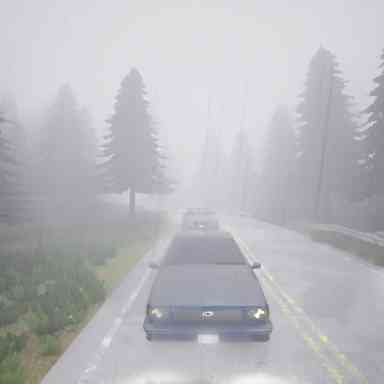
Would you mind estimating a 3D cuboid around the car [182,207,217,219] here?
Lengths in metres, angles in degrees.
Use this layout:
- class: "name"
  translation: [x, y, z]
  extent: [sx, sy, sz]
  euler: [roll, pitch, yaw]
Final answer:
- class: "car"
  translation: [0.409, 1.584, 19.144]
  extent: [1.994, 1.385, 4.181]
  euler: [0, 0, -2]

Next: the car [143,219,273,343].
- class: "car"
  translation: [0.254, 1.557, 7.059]
  extent: [2.033, 1.411, 5.357]
  euler: [0, 0, 1]
